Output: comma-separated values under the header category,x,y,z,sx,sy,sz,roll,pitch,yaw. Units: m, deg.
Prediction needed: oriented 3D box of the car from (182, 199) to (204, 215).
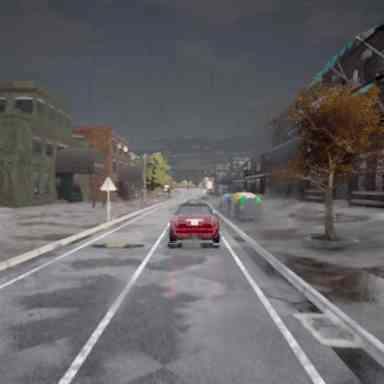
category,x,y,z,sx,sy,sz,roll,pitch,yaw
car,0.088,1.488,34.100,2.033,1.411,5.357,0,0,0

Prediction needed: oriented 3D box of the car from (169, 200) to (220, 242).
category,x,y,z,sx,sy,sz,roll,pitch,yaw
car,0.092,1.310,15.401,2.097,1.767,4.553,0,-1,0
